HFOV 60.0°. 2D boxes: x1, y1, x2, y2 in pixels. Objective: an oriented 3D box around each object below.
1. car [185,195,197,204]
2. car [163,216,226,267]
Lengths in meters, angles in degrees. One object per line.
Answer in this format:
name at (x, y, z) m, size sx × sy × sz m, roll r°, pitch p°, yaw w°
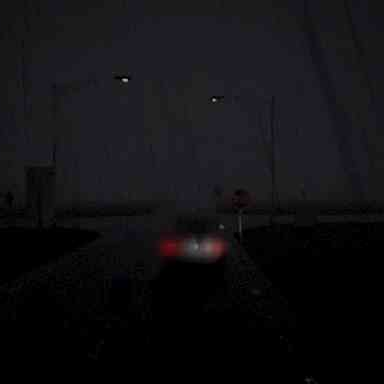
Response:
car at (-0.185, 1.390, 62.599) m, size 1.812 × 1.442 × 4.674 m, roll 0°, pitch 0°, yaw 5°
car at (0.138, 1.527, 11.353) m, size 2.033 × 1.411 × 5.357 m, roll 0°, pitch 0°, yaw 2°
